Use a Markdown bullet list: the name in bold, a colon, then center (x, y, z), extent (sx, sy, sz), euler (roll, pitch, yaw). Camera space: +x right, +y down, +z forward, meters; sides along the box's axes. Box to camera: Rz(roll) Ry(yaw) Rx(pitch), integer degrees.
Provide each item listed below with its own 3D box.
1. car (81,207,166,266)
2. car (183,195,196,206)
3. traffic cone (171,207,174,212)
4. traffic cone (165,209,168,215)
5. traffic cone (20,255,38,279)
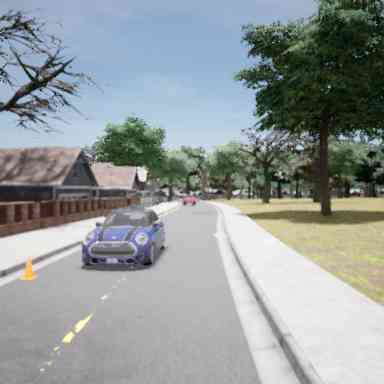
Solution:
- **car**: center (-2.178, 1.377, 11.680), extent (2.097, 1.767, 4.553), euler (0, 0, 2)
- **car**: center (-0.531, 1.508, 63.094), extent (2.150, 2.045, 5.566), euler (0, -1, -4)
- **traffic cone**: center (-2.273, 2.065, 38.782), extent (0.340, 0.580, 0.340), euler (0, 0, 4)
- **traffic cone**: center (-2.617, 2.040, 33.833), extent (0.340, 0.580, 0.340), euler (0, 0, 4)
- **traffic cone**: center (-4.294, 1.972, 8.774), extent (0.340, 0.580, 0.340), euler (0, 0, 2)
